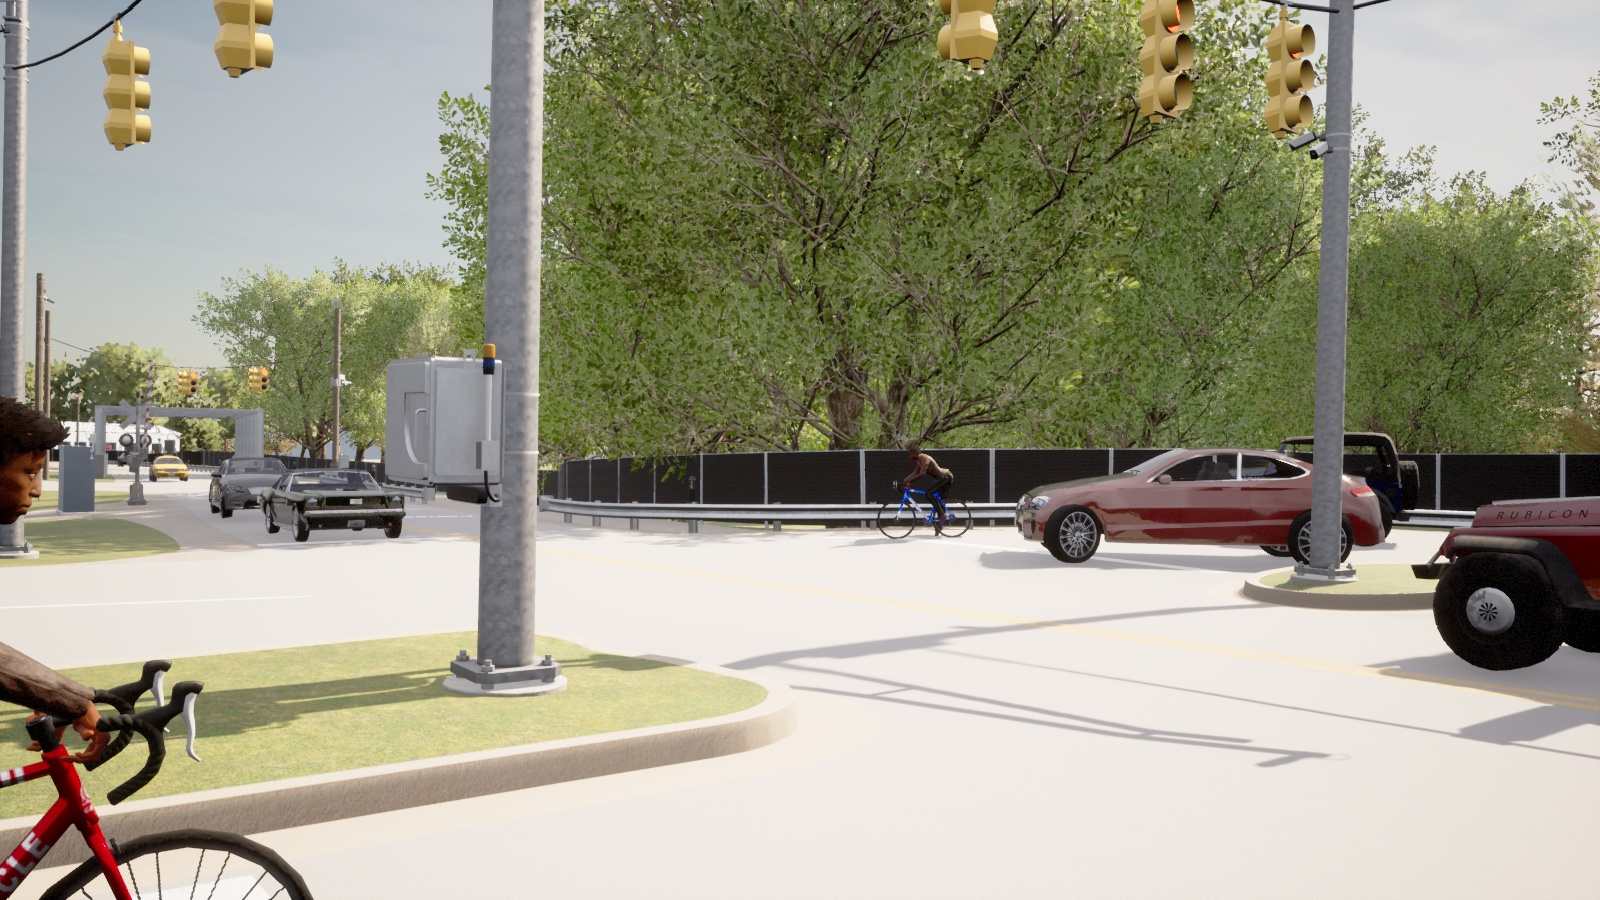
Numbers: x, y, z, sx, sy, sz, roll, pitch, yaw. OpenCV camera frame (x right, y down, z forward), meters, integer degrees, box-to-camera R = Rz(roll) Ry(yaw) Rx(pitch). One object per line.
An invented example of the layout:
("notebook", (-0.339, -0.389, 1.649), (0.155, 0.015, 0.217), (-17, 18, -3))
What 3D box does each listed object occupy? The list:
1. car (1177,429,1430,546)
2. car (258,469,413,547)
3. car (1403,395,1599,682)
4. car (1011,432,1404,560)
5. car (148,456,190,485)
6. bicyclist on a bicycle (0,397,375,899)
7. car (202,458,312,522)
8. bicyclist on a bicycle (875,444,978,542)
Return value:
("car", (8.581, 0.580, 21.696), (3.866, 1.878, 1.905), (1, 1, 19))
("car", (-9.039, 1.044, 24.175), (1.895, 1.301, 4.718), (0, 0, -32))
("car", (6.358, 0.580, 8.264), (1.905, 1.878, 3.866), (1, -1, -35))
("car", (5.658, 0.594, 18.098), (5.027, 1.651, 2.152), (1, 1, 6))
("car", (-36.322, 1.148, 72.202), (1.801, 1.575, 5.366), (0, 0, -30))
("bicyclist on a bicycle", (-1.752, 0.713, 2.437), (1.656, 1.620, 0.582), (0, 0, -36))
("car", (-14.216, 0.970, 32.715), (2.128, 1.511, 4.902), (0, 0, -30))
("bicyclist on a bicycle", (2.176, 0.723, 21.665), (1.656, 1.620, 0.582), (-1, 1, -3))
